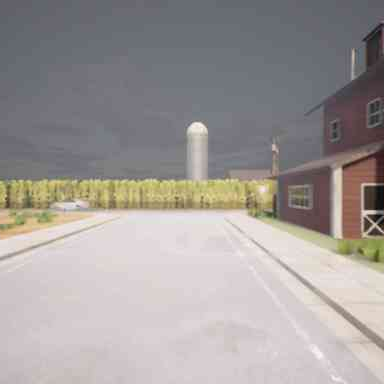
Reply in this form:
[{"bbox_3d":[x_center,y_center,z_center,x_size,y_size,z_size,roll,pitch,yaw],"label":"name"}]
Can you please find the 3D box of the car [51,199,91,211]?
[{"bbox_3d":[-14.721,1.566,40.439,4.674,1.442,1.812,0,0,1],"label":"car"}]
